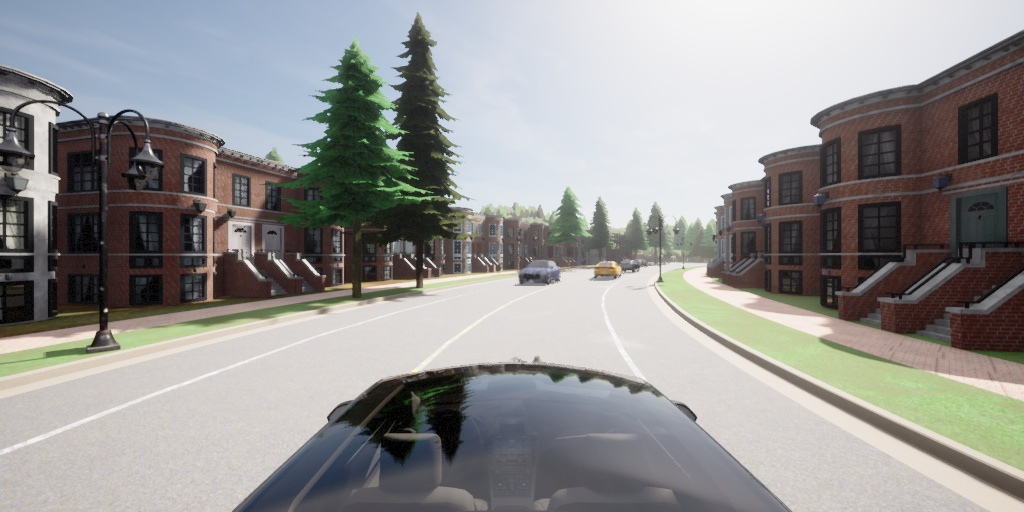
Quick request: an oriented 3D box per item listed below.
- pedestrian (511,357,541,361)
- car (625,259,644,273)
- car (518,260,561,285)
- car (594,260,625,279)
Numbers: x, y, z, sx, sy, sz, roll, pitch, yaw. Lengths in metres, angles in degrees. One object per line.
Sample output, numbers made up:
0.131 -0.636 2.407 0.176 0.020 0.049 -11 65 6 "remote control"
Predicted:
0.674 1.639 3.987 1.860 0.375 0.375 16 41 32 "pedestrian"
14.258 1.227 43.607 2.128 1.511 4.902 0 0 29 "car"
2.058 1.095 25.927 2.097 1.767 4.553 0 0 21 "car"
8.775 1.217 32.599 1.882 1.535 5.008 0 0 24 "car"
